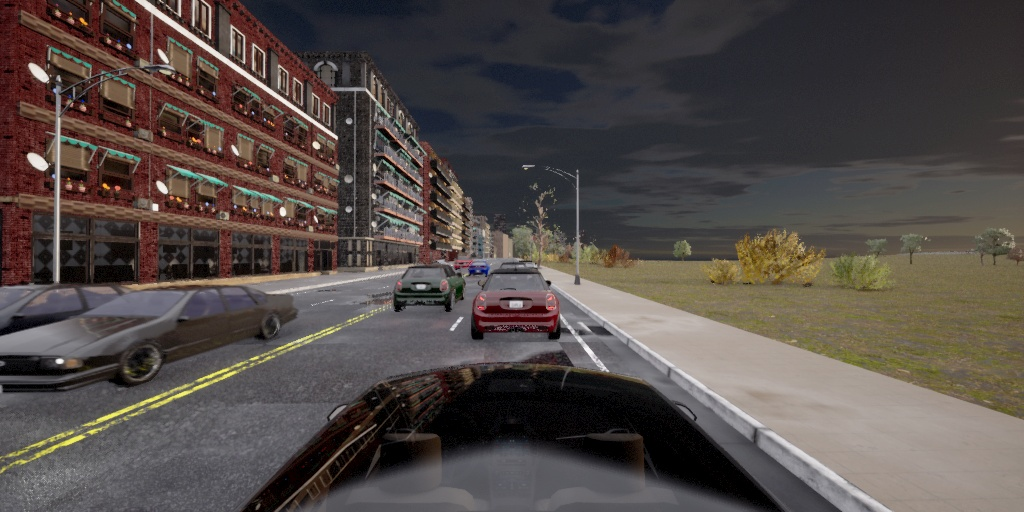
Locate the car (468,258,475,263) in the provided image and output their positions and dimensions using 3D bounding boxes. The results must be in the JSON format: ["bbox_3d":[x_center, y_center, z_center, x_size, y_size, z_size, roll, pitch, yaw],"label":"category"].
[{"bbox_3d":[-3.183,1.231,36.027,1.882,1.535,5.008,0,0,0],"label":"car"}]

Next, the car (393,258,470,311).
[{"bbox_3d":[-3.164,1.104,14.600,2.097,1.767,4.553,0,0,0],"label":"car"}]

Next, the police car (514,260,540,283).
[{"bbox_3d":[1.110,1.179,29.437,1.930,1.638,5.238,0,0,0],"label":"police car"}]

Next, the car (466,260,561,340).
[{"bbox_3d":[0.084,1.103,10.169,2.097,1.767,4.553,0,0,0],"label":"car"}]

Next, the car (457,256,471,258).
[{"bbox_3d":[-6.644,0.974,49.506,2.150,2.045,5.566,0,0,0],"label":"car"}]

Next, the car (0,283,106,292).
[{"bbox_3d":[-9.858,1.298,7.500,2.033,1.411,5.357,0,0,0],"label":"car"}]

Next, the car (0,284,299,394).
[{"bbox_3d":[-6.606,1.298,7.204,2.033,1.411,5.357,0,0,0],"label":"car"}]

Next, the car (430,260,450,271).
[{"bbox_3d":[-9.892,1.278,49.545,1.812,1.442,4.674,0,0,0],"label":"car"}]
